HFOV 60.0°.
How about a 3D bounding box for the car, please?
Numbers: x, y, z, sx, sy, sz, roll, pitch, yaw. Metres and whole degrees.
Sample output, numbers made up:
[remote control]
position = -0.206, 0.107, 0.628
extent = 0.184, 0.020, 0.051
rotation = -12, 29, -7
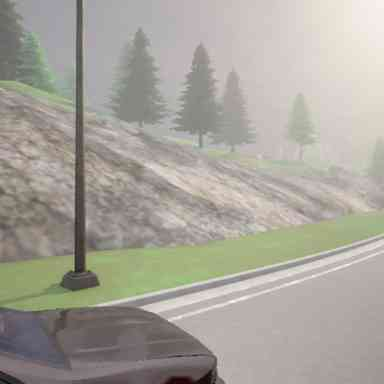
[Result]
[car]
position = -2.282, 1.548, 2.260
extent = 5.357, 1.411, 2.033
rotation = 0, 0, -36
